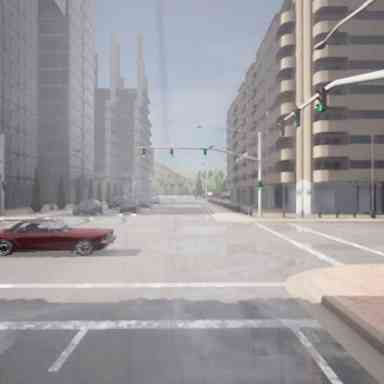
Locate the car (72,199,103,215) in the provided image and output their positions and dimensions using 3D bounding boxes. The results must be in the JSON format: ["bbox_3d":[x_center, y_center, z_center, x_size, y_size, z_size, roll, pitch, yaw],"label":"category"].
[{"bbox_3d":[-10.834,1.581,34.838,2.097,1.767,4.553,0,-1,0],"label":"car"}]

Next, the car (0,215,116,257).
[{"bbox_3d":[-5.422,1.716,12.861,4.718,1.301,1.895,0,0,-1],"label":"car"}]

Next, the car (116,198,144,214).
[{"bbox_3d":[-7.367,1.765,39.845,1.837,1.490,4.892,0,0,0],"label":"car"}]

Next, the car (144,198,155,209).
[{"bbox_3d":[-7.443,1.885,51.701,2.033,1.411,5.357,0,0,0],"label":"car"}]

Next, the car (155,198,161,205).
[{"bbox_3d":[-7.465,1.991,68.118,2.033,1.411,5.357,0,0,0],"label":"car"}]

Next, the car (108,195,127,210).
[{"bbox_3d":[-10.909,1.542,49.456,2.150,2.045,5.566,0,0,-1],"label":"car"}]

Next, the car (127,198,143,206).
[{"bbox_3d":[-10.968,1.913,64.501,2.128,1.511,4.902,0,0,0],"label":"car"}]
